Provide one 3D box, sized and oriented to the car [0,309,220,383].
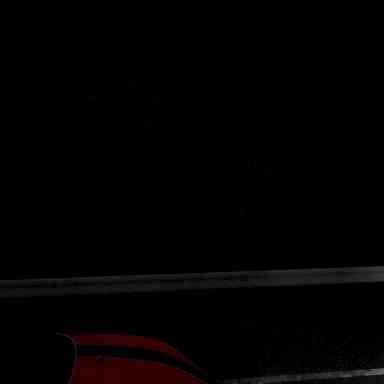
[{"bbox_3d":[-1.835,1.352,1.684,4.553,1.767,2.097,0,0,-7],"label":"car"}]
